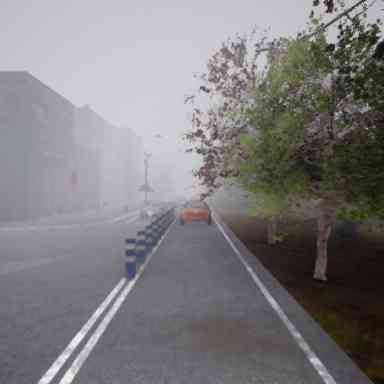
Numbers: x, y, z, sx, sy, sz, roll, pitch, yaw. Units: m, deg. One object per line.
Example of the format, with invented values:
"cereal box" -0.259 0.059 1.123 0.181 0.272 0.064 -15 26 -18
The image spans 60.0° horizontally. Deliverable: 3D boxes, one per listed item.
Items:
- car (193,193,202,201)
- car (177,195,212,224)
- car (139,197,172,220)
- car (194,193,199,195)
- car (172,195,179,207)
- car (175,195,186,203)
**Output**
"car" 1.210 1.033 71.020 1.812 1.442 4.674 0 1 1
"car" 0.287 1.298 24.041 2.097 1.767 4.553 0 0 1
"car" -3.112 1.423 27.447 2.128 1.511 4.902 0 0 1
"car" 0.982 1.088 60.986 2.097 1.767 4.553 0 0 1
"car" -2.776 1.368 43.755 1.812 1.442 4.674 0 1 2
"car" -2.185 1.274 64.616 1.994 1.385 4.181 0 0 1
